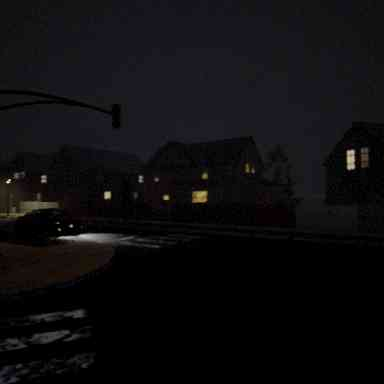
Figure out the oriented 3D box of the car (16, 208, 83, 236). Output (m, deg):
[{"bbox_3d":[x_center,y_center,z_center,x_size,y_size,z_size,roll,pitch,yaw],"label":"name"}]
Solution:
[{"bbox_3d":[-8.161,1.651,18.987,4.181,1.385,1.994,0,-1,33],"label":"car"}]
